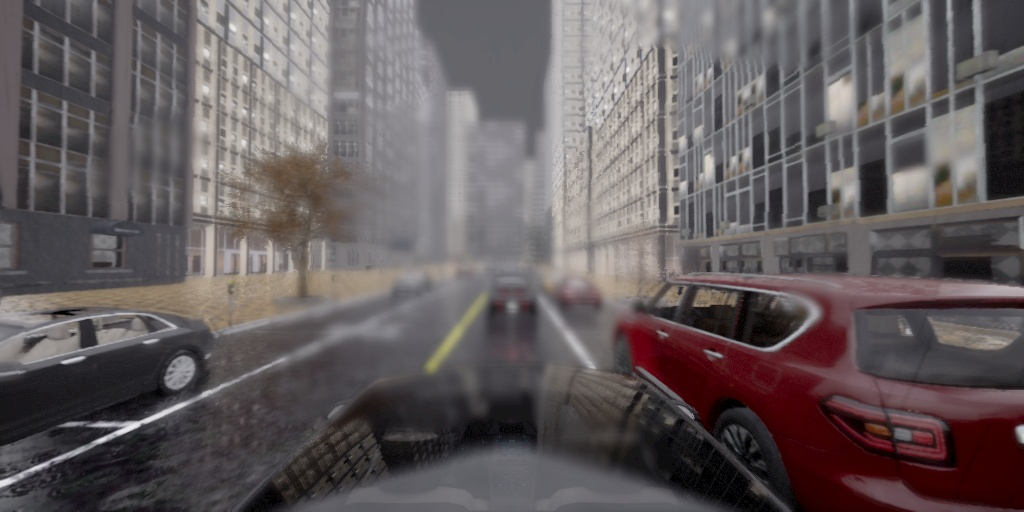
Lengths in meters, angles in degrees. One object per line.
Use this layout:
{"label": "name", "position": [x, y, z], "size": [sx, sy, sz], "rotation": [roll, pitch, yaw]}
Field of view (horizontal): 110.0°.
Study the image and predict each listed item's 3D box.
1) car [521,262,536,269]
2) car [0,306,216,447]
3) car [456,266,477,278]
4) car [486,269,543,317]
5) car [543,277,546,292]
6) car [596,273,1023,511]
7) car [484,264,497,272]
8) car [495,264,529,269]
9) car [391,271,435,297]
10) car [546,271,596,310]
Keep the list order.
{"label": "car", "position": [2.682, 2.024, 54.837], "size": [2.007, 1.370, 4.403], "rotation": [0, 0, 0]}
{"label": "car", "position": [-5.690, 1.333, 4.044], "size": [2.007, 1.370, 4.403], "rotation": [0, 0, 0]}
{"label": "car", "position": [-5.696, 1.867, 43.539], "size": [1.888, 1.381, 4.507], "rotation": [0, 0, 0]}
{"label": "car", "position": [0.044, 1.428, 14.145], "size": [1.837, 1.490, 4.892], "rotation": [0, 0, 1]}
{"label": "car", "position": [2.688, 1.541, 21.161], "size": [1.751, 1.417, 4.829], "rotation": [0, 0, 0]}
{"label": "car", "position": [2.691, 1.097, 4.068], "size": [2.192, 1.841, 5.009], "rotation": [0, 0, 0]}
{"label": "car", "position": [-3.071, 2.028, 58.554], "size": [1.837, 1.490, 4.892], "rotation": [0, -1, 0]}
{"label": "car", "position": [0.041, 1.619, 29.128], "size": [2.128, 1.511, 4.902], "rotation": [0, -1, 1]}
{"label": "car", "position": [-5.693, 1.566, 20.971], "size": [2.007, 1.370, 4.403], "rotation": [0, 0, 0]}
{"label": "car", "position": [2.689, 1.520, 15.350], "size": [1.802, 1.307, 4.207], "rotation": [0, 0, 0]}
